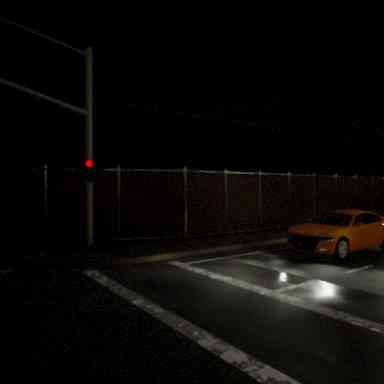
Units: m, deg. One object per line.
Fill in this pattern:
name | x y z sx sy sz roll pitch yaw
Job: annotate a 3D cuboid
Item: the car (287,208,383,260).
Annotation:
car | 5.591 1.395 12.268 5.008 1.535 1.882 0 0 -35
